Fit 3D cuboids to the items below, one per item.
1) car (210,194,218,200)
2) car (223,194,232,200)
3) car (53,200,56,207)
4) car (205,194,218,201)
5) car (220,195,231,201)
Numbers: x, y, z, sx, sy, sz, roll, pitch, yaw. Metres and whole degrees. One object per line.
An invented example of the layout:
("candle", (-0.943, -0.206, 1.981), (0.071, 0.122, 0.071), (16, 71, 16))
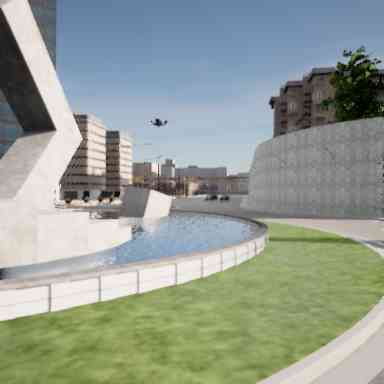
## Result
("car", (6.083, 1.379, 90.887), (1.882, 1.535, 5.008), (0, 0, 9))
("car", (9.672, 1.459, 91.137), (2.128, 1.511, 4.902), (0, 0, 9))
("car", (-18.362, 1.343, 38.482), (4.902, 1.511, 2.128), (0, 0, -21))
("car", (4.381, 1.482, 80.610), (2.128, 1.511, 4.902), (0, 0, 9))
("car", (7.970, 1.479, 80.860), (1.837, 1.490, 4.892), (0, 0, 9))
